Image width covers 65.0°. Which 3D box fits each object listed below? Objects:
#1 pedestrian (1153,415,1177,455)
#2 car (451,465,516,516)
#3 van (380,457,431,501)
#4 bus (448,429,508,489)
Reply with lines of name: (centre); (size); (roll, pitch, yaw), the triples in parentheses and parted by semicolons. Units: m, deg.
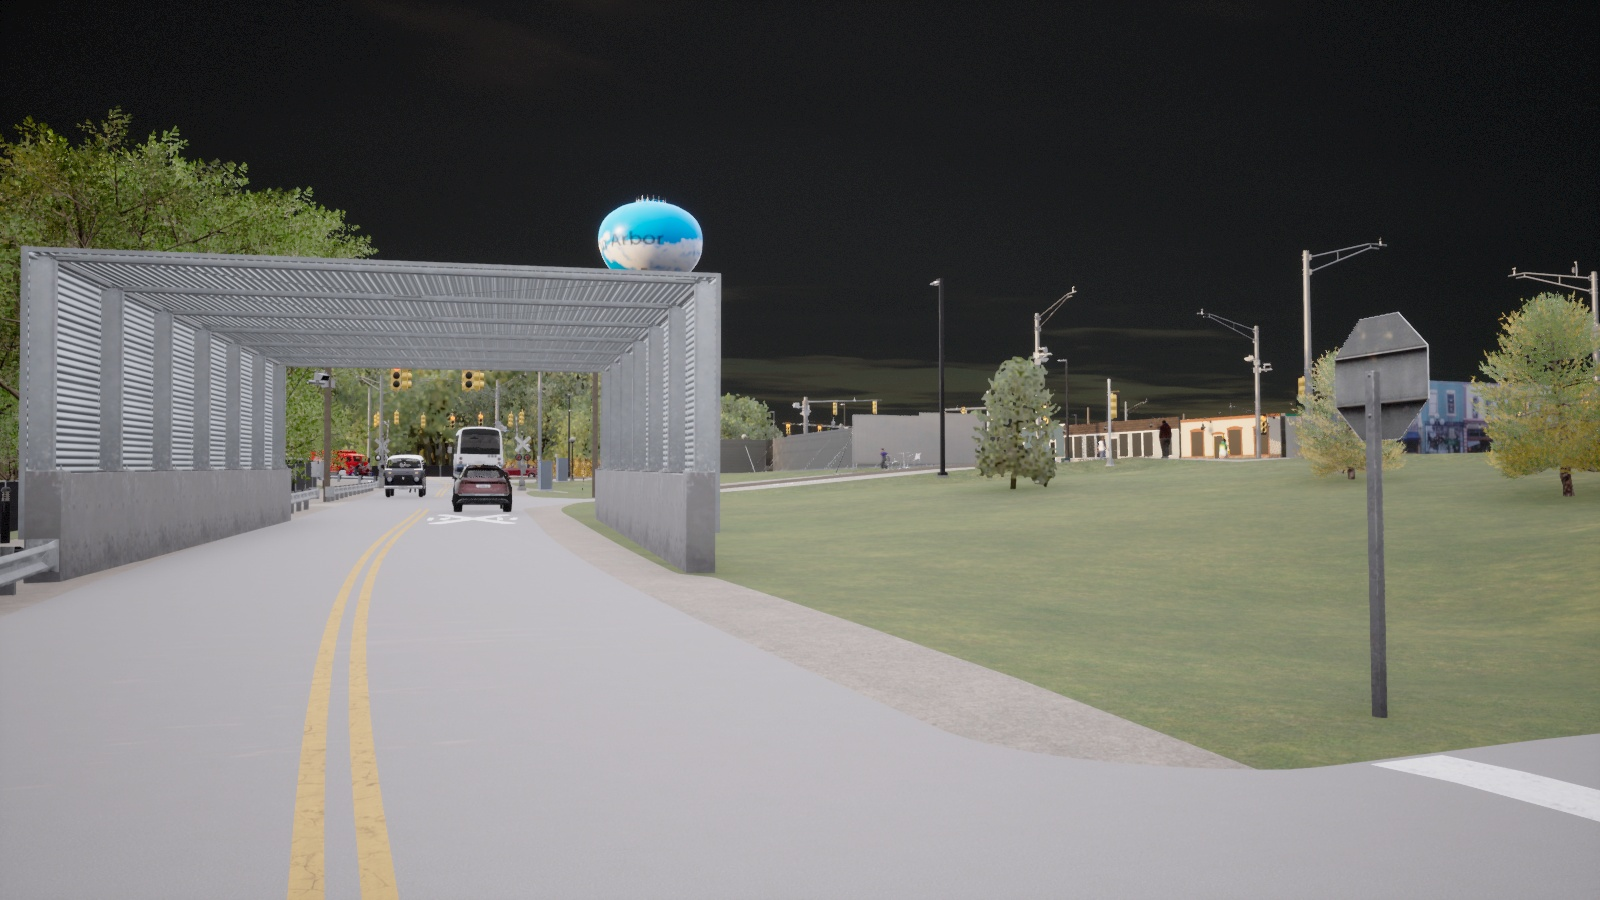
pedestrian: (17.007, -0.683, 58.513); (0.634, 1.844, 0.899); (0, -2, -21)
car: (-10.956, 1.361, 43.309); (2.033, 1.649, 4.856); (0, -1, -15)
van: (-19.060, 1.394, 60.804); (2.069, 2.038, 4.480); (0, -1, -14)
bus: (-24.563, 0.684, 95.379); (3.944, 4.253, 10.273); (1, -1, -17)
